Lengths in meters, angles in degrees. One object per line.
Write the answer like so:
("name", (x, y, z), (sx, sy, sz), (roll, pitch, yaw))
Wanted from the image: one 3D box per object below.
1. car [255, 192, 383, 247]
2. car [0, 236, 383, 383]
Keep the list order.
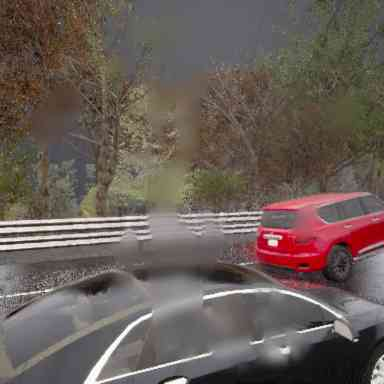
("car", (4.377, 1.016, 9.837), (5.566, 2.045, 2.150), (-9, 2, -30))
("car", (0.242, 1.505, 3.412), (4.892, 1.490, 1.837), (0, 0, -30))
